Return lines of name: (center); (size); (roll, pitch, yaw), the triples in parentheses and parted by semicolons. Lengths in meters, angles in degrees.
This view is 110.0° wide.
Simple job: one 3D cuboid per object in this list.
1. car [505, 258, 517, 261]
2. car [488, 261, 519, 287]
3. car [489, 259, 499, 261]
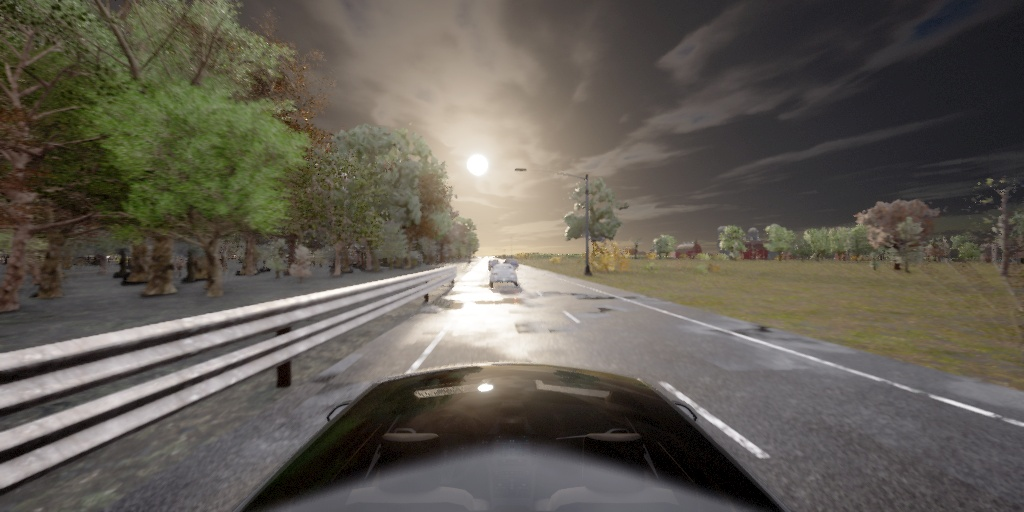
car: (0.214, 1.281, 63.796); (2.033, 1.411, 5.357); (0, 0, -4)
car: (-0.622, 1.278, 24.814); (1.812, 1.442, 4.674); (0, 0, -4)
car: (-2.526, 1.298, 53.818); (2.033, 1.411, 5.357); (0, 0, -4)
